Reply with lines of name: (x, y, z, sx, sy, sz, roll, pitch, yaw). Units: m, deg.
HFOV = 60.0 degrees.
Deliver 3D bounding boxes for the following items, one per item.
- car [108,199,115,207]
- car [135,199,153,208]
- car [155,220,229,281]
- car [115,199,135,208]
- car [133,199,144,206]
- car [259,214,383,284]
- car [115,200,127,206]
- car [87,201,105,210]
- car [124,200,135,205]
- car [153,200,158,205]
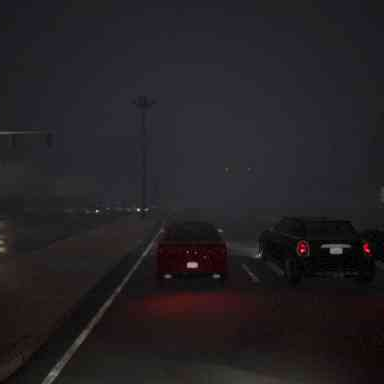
car: (-16.293, 2.271, 70.157, 2.097, 1.767, 4.553, 0, -1, 0)
car: (-9.310, 2.443, 64.530, 1.895, 1.301, 4.718, 0, -1, 1)
car: (-0.016, 1.614, 10.354, 1.882, 1.535, 5.008, 0, -1, -1)
car: (-12.813, 2.195, 64.550, 2.097, 1.767, 4.553, 0, -1, 0)
car: (-12.794, 2.536, 79.331, 1.837, 1.490, 4.892, 0, -1, 0)
car: (3.482, 1.485, 10.191, 2.097, 1.767, 4.553, 0, -1, 0)
car: (-16.293, 2.524, 76.607, 1.812, 1.442, 4.674, 0, -1, 0)
car: (-16.272, 2.216, 56.481, 1.882, 1.535, 5.008, 0, -1, 0)
car: (-16.294, 2.685, 87.190, 1.895, 1.301, 4.718, 0, -1, 0)
car: (-9.294, 2.631, 79.348, 1.895, 1.301, 4.718, 0, -1, 0)
